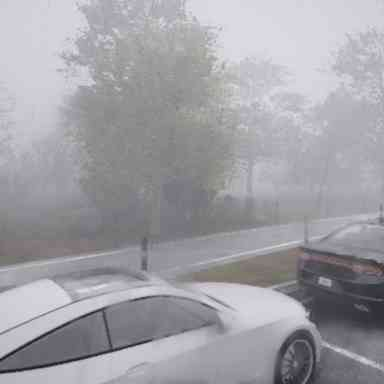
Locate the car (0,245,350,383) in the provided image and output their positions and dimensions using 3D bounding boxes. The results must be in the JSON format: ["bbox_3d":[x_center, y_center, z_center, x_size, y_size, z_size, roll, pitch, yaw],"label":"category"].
[{"bbox_3d":[-0.670,1.518,3.358,4.674,1.452,2.002,-2,-1,-35],"label":"car"}]

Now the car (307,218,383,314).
[{"bbox_3d":[4.383,1.270,6.845,5.008,1.535,2.097,-3,2,-30],"label":"car"}]
